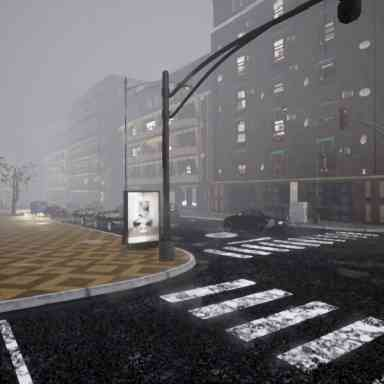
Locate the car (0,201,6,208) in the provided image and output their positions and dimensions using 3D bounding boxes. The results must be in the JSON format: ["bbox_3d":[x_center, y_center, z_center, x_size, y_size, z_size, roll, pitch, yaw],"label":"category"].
[{"bbox_3d":[-44.561,2.862,77.386,1.887,1.381,4.507,-2,0,-36],"label":"car"}]

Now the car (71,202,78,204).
[{"bbox_3d":[-21.450,2.424,59.735,1.802,1.307,4.206,-2,0,-36],"label":"car"}]

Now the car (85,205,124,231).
[{"bbox_3d":[-5.497,1.888,23.160,2.008,1.369,4.403,-2,0,-36],"label":"car"}]

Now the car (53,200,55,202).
[{"bbox_3d":[-31.246,2.528,73.272,1.967,1.590,4.097,-2,0,-36],"label":"car"}]

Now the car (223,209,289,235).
[{"bbox_3d":[3.832,1.744,20.484,1.994,1.385,4.181,-1,0,-37],"label":"car"}]

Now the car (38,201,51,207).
[{"bbox_3d":[-34.506,2.736,77.784,1.947,1.339,4.313,-2,0,-36],"label":"car"}]

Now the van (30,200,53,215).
[{"bbox_3d":[-19.755,2.035,43.038,1.690,1.788,3.998,-2,0,-36],"label":"van"}]

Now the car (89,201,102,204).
[{"bbox_3d":[-14.922,2.118,50.713,1.967,1.590,4.097,-2,0,-36],"label":"car"}]

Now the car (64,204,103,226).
[{"bbox_3d":[-8.761,1.969,27.673,2.008,1.369,4.403,-2,0,-36],"label":"car"}]

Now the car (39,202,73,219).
[{"bbox_3d":[-14.837,2.115,36.150,1.887,1.381,4.507,-2,0,-36],"label":"car"}]

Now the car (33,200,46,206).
[{"bbox_3d":[-37.771,2.797,82.297,1.887,1.381,4.507,-2,0,-36],"label":"car"}]

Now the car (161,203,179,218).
[{"bbox_3d":[-3.075,1.824,34.548,1.967,1.590,4.097,-2,0,-36],"label":"car"}]

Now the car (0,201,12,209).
[{"bbox_3d":[-38.033,2.703,68.361,2.008,1.369,4.403,-2,0,-36],"label":"car"}]
